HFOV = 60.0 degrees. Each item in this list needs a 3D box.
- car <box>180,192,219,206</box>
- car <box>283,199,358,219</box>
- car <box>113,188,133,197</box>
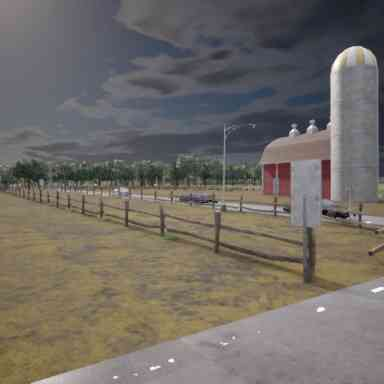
[{"bbox_3d":[0.747,0.687,37.274,2.033,1.411,5.357,0,2,-35],"label":"car"},{"bbox_3d":[9.440,1.192,24.996,2.033,1.411,5.357,0,2,-35],"label":"car"},{"bbox_3d":[-11.372,0.017,54.546,1.812,1.442,4.674,0,2,-35],"label":"car"}]
